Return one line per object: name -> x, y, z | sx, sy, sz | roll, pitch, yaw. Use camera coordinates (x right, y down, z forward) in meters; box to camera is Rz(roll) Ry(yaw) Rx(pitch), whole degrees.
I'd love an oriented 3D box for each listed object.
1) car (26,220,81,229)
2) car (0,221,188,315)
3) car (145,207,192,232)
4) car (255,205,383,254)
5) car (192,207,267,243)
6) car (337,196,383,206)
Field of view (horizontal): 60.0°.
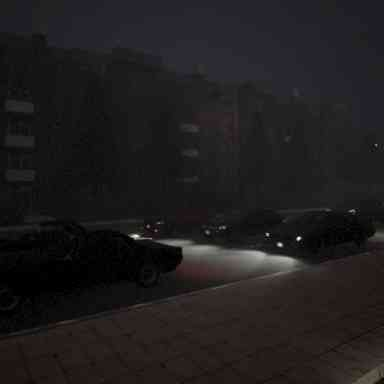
car -> -4.722, 1.585, 10.451 | 4.718, 1.301, 1.895 | -1, 0, -36
car -> -2.626, 1.584, 7.647 | 4.718, 1.301, 1.895 | -1, 0, -36
car -> -0.539, 1.510, 17.619 | 4.181, 1.385, 1.994 | -1, 0, -36
car -> 5.264, 1.453, 13.274 | 5.357, 1.411, 2.033 | -1, 0, -35
car -> 2.563, 1.438, 15.643 | 4.674, 1.442, 1.812 | -1, 0, -35
car -> 10.479, 1.186, 21.244 | 4.553, 1.767, 2.097 | -1, 0, -35
